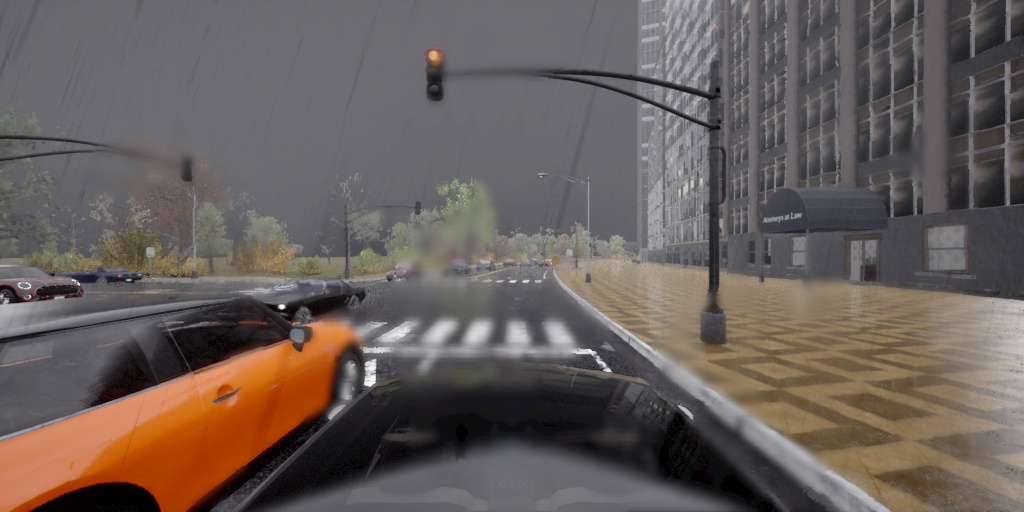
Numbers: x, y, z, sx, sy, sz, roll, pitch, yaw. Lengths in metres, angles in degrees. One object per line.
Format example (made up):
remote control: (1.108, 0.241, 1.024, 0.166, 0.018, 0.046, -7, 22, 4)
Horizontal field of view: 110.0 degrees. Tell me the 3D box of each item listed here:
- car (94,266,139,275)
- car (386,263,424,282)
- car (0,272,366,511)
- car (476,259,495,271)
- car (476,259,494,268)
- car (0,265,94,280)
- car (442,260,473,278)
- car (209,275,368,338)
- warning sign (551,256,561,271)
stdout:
car: (-29.084, 1.399, 25.277, 4.718, 1.301, 1.895, 0, 0, 3)
car: (-8.696, 1.280, 29.616, 1.812, 1.442, 4.674, 0, 0, 5)
car: (-3.102, 1.102, 3.204, 2.097, 1.767, 4.553, 0, 0, 0)
car: (-3.454, 1.290, 48.514, 1.812, 1.442, 4.674, 0, 0, 7)
car: (-4.663, 1.248, 62.375, 1.882, 1.535, 5.008, 0, 0, 10)
car: (-20.964, 1.163, 14.982, 4.553, 1.767, 2.097, 0, 0, 4)
car: (-5.072, 1.358, 33.843, 1.895, 1.301, 4.718, 0, 0, 5)
car: (-6.424, 1.352, 11.146, 1.895, 1.301, 4.718, 0, 0, 2)
warning sign: (5.467, 0.882, 44.132, 1.300, 1.860, 1.060, 0, 0, 7)
